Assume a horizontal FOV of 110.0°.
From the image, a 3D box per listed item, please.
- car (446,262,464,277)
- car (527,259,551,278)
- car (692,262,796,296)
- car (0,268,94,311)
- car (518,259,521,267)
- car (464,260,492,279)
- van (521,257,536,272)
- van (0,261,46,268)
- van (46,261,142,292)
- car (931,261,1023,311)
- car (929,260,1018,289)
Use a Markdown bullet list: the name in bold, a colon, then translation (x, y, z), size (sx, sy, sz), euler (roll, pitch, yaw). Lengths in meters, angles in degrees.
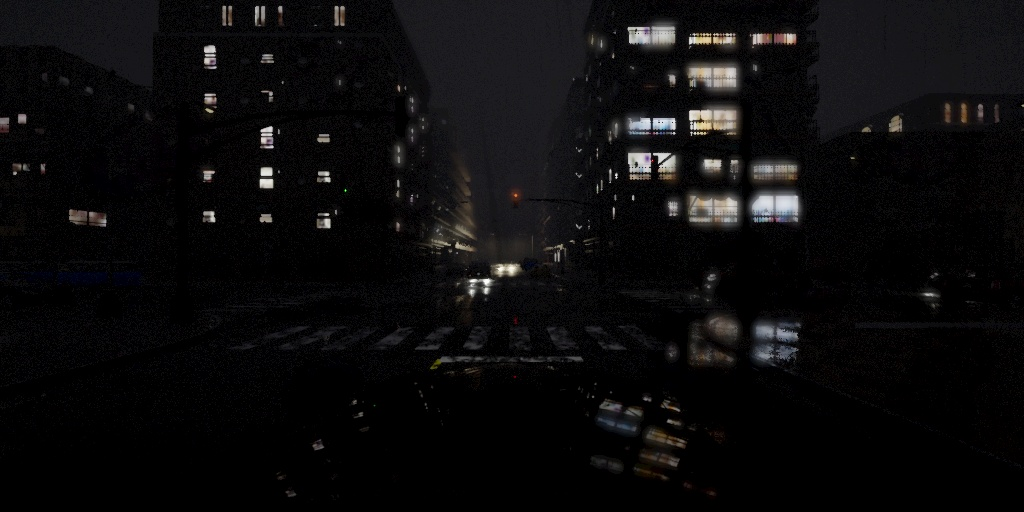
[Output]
- **car**: translation (-5.522, 1.317, 36.004), size (2.007, 1.370, 4.403), euler (0, 0, 0)
- **car**: translation (2.623, 1.289, 33.567), size (1.751, 1.417, 4.829), euler (0, 0, 0)
- **car**: translation (11.890, 1.098, 18.656), size (4.553, 1.767, 2.097), euler (0, -1, 1)
- **car**: translation (-19.364, 1.290, 13.646), size (4.403, 1.370, 2.007), euler (0, 0, 1)
- **car**: translation (2.449, 1.099, 53.054), size (2.192, 1.841, 5.009), euler (0, 0, 0)
- **car**: translation (-2.819, 1.330, 32.143), size (1.994, 1.385, 4.181), euler (0, 0, 0)
- **van**: translation (2.495, 1.119, 47.400), size (1.690, 1.789, 3.998), euler (0, 0, 0)
- **van**: translation (-30.447, 1.201, 21.674), size (3.998, 1.789, 1.690), euler (0, 0, 1)
- **van**: translation (-24.853, 1.190, 21.599), size (3.998, 1.789, 1.690), euler (0, 0, 1)
- **car**: translation (18.663, 1.103, 13.140), size (4.097, 1.591, 1.967), euler (0, 0, 1)
- **car**: translation (24.624, 1.072, 18.487), size (4.553, 1.767, 2.097), euler (0, -1, 1)
